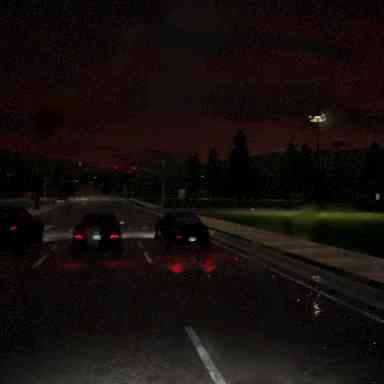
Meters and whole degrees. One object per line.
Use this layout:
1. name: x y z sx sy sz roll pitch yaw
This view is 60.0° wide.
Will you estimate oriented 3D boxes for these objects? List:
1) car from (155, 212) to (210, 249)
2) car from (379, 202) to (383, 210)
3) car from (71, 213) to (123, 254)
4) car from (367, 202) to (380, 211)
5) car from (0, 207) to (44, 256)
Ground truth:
1. car: -0.529 1.628 14.961 1.812 1.442 4.674 1 0 -14
2. car: 31.847 2.392 51.346 4.181 1.385 1.994 1 0 -13
3. car: -3.837 1.594 13.753 2.033 1.411 5.357 1 0 -14
4. car: 31.055 2.406 54.755 4.181 1.385 1.994 1 0 -13
5. car: -7.255 1.344 13.014 2.097 1.767 4.553 1 -1 -14
